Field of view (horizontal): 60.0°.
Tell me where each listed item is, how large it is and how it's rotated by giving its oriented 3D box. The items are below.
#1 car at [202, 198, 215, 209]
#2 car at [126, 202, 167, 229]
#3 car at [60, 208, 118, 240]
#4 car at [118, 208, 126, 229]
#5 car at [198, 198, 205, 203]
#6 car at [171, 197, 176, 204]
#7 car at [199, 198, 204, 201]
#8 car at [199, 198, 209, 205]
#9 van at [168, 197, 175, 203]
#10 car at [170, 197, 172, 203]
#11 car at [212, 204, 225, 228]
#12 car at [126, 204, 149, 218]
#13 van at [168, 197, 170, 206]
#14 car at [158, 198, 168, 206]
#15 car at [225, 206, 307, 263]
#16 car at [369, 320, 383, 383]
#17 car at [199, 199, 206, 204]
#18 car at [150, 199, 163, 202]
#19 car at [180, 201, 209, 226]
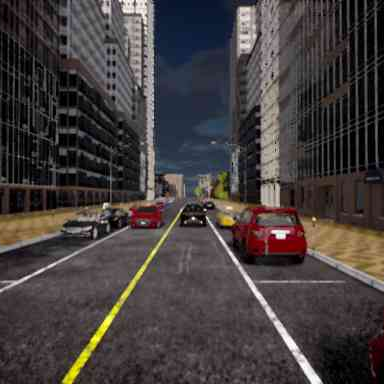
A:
[{"bbox_3d":[2.679,2.082,52.318,1.947,1.339,4.313,0,-1,0],"label":"car"},{"bbox_3d":[-3.107,1.716,23.572,1.882,1.535,5.008,0,-1,0],"label":"car"},{"bbox_3d":[-5.692,1.736,18.177,2.008,1.369,4.403,0,-1,0],"label":"car"},{"bbox_3d":[-5.694,1.807,23.869,1.947,1.339,4.313,0,-1,0],"label":"car"},{"bbox_3d":[2.669,2.409,92.330,1.752,1.417,4.829,0,-1,0],"label":"car"},{"bbox_3d":[-5.710,2.271,86.481,1.967,1.590,4.097,0,-1,0],"label":"car"},{"bbox_3d":[0.088,1.927,42.681,2.163,1.488,4.792,0,-1,0],"label":"car"},{"bbox_3d":[2.674,2.168,75.085,1.967,1.590,4.097,0,-1,0],"label":"car"},{"bbox_3d":[-5.711,2.223,92.175,1.690,1.788,3.998,0,-1,0],"label":"van"},{"bbox_3d":[-5.706,2.257,69.405,1.802,1.307,4.206,0,-1,0],"label":"car"},{"bbox_3d":[2.687,1.769,24.029,1.752,1.417,4.829,0,-1,0],"label":"car"},{"bbox_3d":[-5.697,1.934,35.251,1.802,1.307,4.206,0,-1,0],"label":"car"},{"bbox_3d":[-5.703,1.963,63.715,1.690,1.788,3.998,0,-1,0],"label":"van"},{"bbox_3d":[-5.703,2.113,58.021,1.887,1.381,4.507,0,-1,0],"label":"car"},{"bbox_3d":[2.691,1.444,12.478,2.192,1.841,5.009,0,-1,0],"label":"car"},{"bbox_3d":[2.694,1.328,1.094,2.192,1.841,5.009,0,-1,0],"label":"car"},{"bbox_3d":[2.670,2.413,86.468,1.802,1.307,4.206,0,-1,0],"label":"car"},{"bbox_3d":[-5.700,2.012,46.637,2.008,1.369,4.403,0,-1,0],"label":"car"},{"bbox_3d":[0.094,1.739,25.859,1.882,1.535,5.008,0,-1,0],"label":"car"}]
